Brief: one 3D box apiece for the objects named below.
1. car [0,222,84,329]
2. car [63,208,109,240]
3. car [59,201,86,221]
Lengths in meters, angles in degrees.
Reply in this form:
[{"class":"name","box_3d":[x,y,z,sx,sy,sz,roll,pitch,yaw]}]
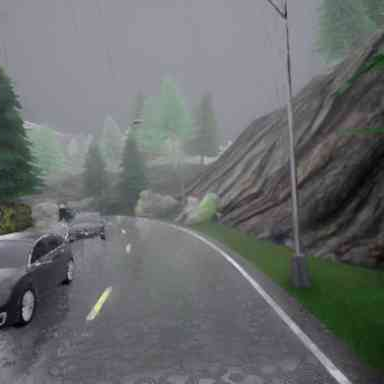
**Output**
[{"class":"car","box_3d":[-4.041,1.751,7.471,1.837,1.490,4.892,-3,0,-5]},{"class":"car","box_3d":[-5.880,1.888,18.927,1.837,1.490,4.892,-3,0,-15]},{"class":"car","box_3d":[-12.557,2.028,35.113,2.150,2.045,5.566,-3,-1,-32]}]
